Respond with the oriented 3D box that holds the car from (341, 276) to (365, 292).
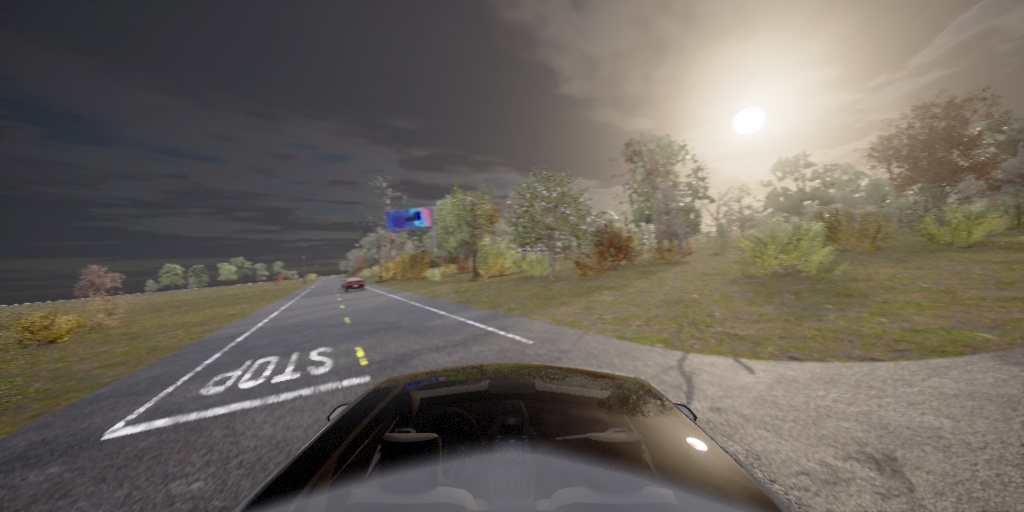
[{"bbox_3d":[-17.453,3.059,39.642,1.882,1.535,5.008,-5,0,-27],"label":"car"}]
